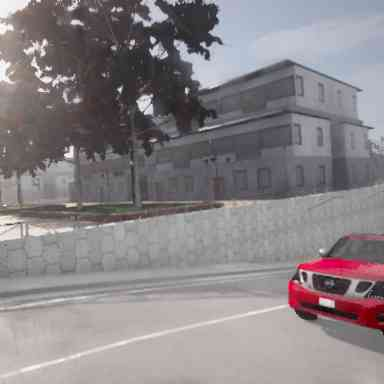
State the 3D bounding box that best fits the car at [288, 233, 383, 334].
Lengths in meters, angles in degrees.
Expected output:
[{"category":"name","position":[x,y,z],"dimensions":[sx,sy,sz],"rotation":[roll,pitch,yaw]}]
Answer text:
[{"category":"car","position":[4.666,2.054,8.208],"dimensions":[5.566,2.045,2.150],"rotation":[8,-7,-41]}]
